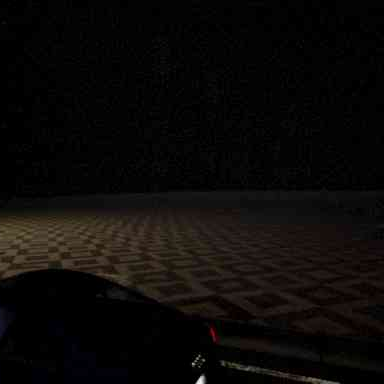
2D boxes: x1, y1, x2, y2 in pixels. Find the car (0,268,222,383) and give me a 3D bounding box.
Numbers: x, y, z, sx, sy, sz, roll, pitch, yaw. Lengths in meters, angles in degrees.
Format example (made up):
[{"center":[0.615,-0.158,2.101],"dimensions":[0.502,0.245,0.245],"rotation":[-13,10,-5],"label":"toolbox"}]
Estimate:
[{"center":[-1.812,1.564,3.448],"dimensions":[4.181,1.385,1.994],"rotation":[0,0,21],"label":"car"}]
